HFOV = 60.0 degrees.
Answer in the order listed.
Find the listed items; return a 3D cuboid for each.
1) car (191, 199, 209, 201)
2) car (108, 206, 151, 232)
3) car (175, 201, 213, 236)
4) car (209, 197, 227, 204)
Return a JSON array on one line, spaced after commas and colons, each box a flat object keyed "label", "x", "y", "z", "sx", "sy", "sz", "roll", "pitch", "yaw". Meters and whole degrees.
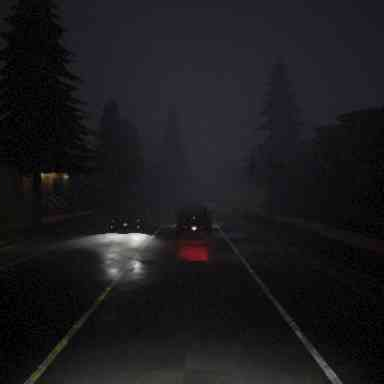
[{"label": "car", "x": 0.587, "y": 1.587, "z": 39.892, "sx": 1.895, "sy": 1.301, "sz": 4.718, "roll": 0, "pitch": 0, "yaw": 6}, {"label": "car", "x": -3.579, "y": 1.557, "z": 19.756, "sx": 1.994, "sy": 1.385, "sz": 4.181, "roll": 0, "pitch": 0, "yaw": 0}, {"label": "car", "x": 0.106, "y": 1.498, "z": 18.445, "sx": 1.837, "sy": 1.490, "sz": 4.892, "roll": 0, "pitch": 0, "yaw": 0}, {"label": "car", "x": 4.740, "y": 1.578, "z": 62.126, "sx": 1.895, "sy": 1.301, "sz": 4.718, "roll": 0, "pitch": 0, "yaw": 33}]
